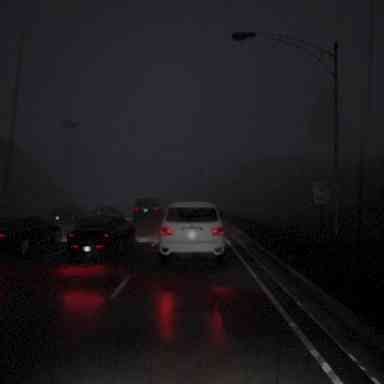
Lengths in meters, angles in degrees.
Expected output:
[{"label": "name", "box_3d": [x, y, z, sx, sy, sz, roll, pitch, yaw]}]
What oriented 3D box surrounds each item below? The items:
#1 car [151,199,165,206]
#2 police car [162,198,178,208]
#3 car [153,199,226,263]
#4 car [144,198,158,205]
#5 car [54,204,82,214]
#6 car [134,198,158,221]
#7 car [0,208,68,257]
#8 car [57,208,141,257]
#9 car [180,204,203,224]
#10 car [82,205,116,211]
[{"label": "car", "box_3d": [-7.302, 2.203, 71.531, 1.837, 1.490, 4.892, 0, -1, -20]}, {"label": "police car", "box_3d": [-4.182, 2.029, 61.930, 1.930, 1.638, 5.238, 0, -1, -16]}, {"label": "car", "box_3d": [0.012, 1.349, 12.589, 2.150, 2.045, 5.566, 0, 0, 0]}, {"label": "car", "box_3d": [-9.536, 2.231, 77.234, 1.882, 1.535, 5.008, 0, -1, -23]}, {"label": "car", "box_3d": [-10.579, 1.785, 28.363, 1.837, 1.490, 4.892, 0, 0, -2]}, {"label": "car", "box_3d": [-3.542, 1.495, 27.565, 2.150, 2.045, 5.566, 0, 0, -1]}, {"label": "car", "box_3d": [-6.980, 1.640, 13.504, 1.837, 1.490, 4.892, 0, 0, 0]}, {"label": "car", "box_3d": [-3.480, 1.640, 13.505, 1.837, 1.490, 4.892, 0, 0, 0]}, {"label": "car", "box_3d": [-0.097, 1.808, 28.915, 1.812, 1.442, 4.674, 0, 0, -2]}, {"label": "car", "box_3d": [-7.039, 1.816, 27.440, 2.033, 1.411, 5.357, 0, -1, -1]}]
